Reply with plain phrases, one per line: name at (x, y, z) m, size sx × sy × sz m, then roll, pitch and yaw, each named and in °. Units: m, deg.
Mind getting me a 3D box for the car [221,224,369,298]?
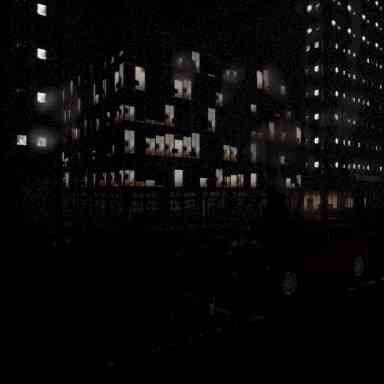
car at (2.760, 1.545, 8.516) m, size 4.507 × 1.381 × 1.887 m, roll 0°, pitch 0°, yaw -35°
